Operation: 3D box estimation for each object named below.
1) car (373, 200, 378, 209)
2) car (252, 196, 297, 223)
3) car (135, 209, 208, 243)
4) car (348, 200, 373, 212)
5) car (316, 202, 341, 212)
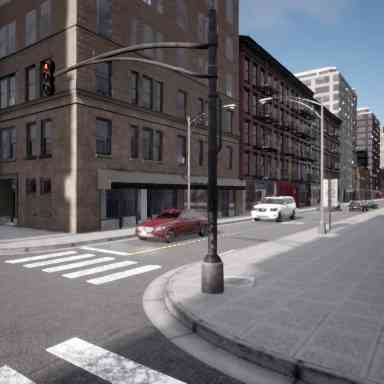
[{"bbox_3d":[27.785,1.905,52.034,1.994,1.385,4.181,0,0,35],"label":"car"},{"bbox_3d":[7.021,1.393,27.952,2.150,2.045,5.566,0,0,35],"label":"car"},{"bbox_3d":[-0.817,1.617,16.910,1.812,1.442,4.674,0,0,36],"label":"car"},{"bbox_3d":[22.034,1.782,43.955,2.128,1.511,4.902,0,0,36],"label":"car"},{"bbox_3d":[17.503,1.621,42.569,2.097,1.767,4.553,0,0,36],"label":"car"}]
